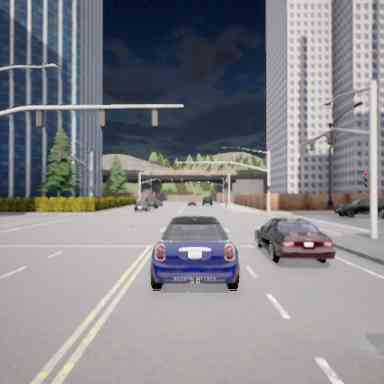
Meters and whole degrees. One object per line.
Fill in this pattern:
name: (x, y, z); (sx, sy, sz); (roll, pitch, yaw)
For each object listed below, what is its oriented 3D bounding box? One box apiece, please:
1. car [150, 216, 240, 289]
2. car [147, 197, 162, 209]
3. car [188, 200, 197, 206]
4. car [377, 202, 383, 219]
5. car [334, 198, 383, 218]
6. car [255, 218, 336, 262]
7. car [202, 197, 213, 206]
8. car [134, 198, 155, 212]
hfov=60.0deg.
car: (0.078, 1.460, 9.611); (2.097, 1.767, 4.553); (0, -1, 0)
car: (-7.072, 1.868, 57.710); (2.150, 2.045, 5.566); (0, -1, 0)
car: (0.016, 2.383, 70.302); (1.895, 1.301, 4.718); (0, -1, 0)
car: (20.020, 1.875, 31.132); (4.674, 1.442, 1.812); (0, -1, 0)
car: (17.843, 1.610, 34.668); (5.566, 2.045, 2.150); (0, -1, 0)
car: (3.673, 1.691, 12.736); (2.033, 1.411, 5.357); (0, -1, 2)
car: (3.500, 2.051, 75.787); (2.150, 2.045, 5.566); (0, -1, 0)
car: (-7.096, 2.027, 47.840); (2.128, 1.511, 4.902); (0, -1, 0)
